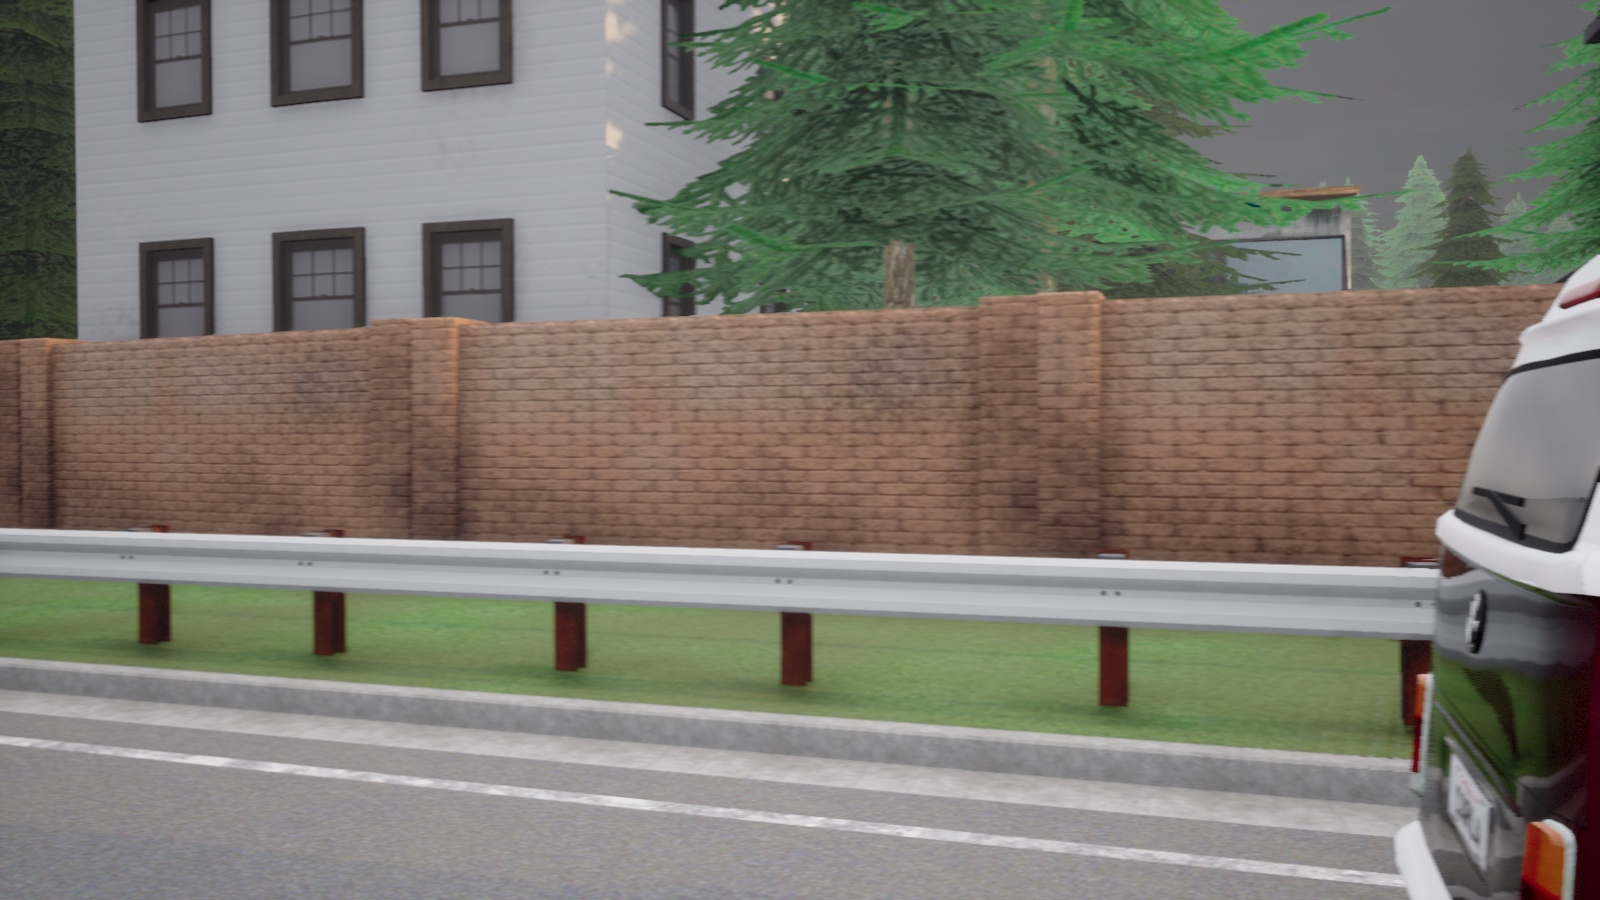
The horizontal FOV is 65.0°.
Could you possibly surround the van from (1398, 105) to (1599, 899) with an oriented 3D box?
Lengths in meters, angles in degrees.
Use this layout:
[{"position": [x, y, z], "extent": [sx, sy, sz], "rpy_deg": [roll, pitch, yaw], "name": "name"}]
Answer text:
[{"position": [3.555, 0.534, 1.993], "extent": [4.480, 2.038, 2.069], "rpy_deg": [0, 1, 19], "name": "van"}]
